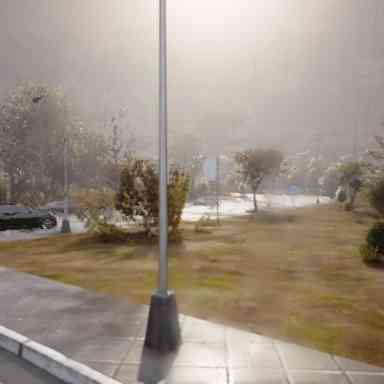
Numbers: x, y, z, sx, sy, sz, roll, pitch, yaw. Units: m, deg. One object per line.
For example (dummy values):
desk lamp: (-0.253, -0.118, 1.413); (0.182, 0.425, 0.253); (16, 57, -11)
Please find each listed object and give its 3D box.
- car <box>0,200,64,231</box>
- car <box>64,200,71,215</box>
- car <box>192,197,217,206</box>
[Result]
car: (-10.335, 1.419, 19.425); (2.097, 1.767, 4.553); (0, 0, 39)
car: (-13.147, 1.606, 32.827); (1.837, 1.490, 4.892); (0, 0, 39)
car: (2.104, 1.502, 51.717); (1.895, 1.301, 4.718); (0, 1, 39)
